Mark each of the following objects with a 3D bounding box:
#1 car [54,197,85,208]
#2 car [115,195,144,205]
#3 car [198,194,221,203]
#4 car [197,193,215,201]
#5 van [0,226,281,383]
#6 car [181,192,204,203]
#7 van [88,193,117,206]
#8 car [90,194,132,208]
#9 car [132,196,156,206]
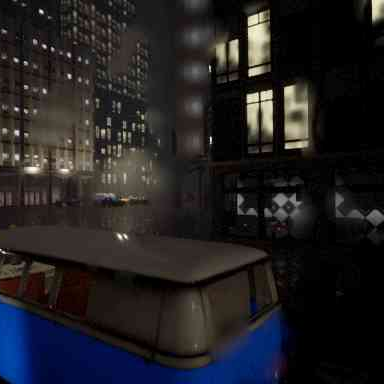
[{"bbox_3d":[-16.868,1.403,45.949,1.947,1.339,4.313,0,0,36],"label":"car"},{"bbox_3d":[-10.306,1.278,54.914,1.752,1.417,4.829,0,0,36],"label":"car"},{"bbox_3d":[3.238,1.101,59.230,2.008,1.369,4.403,0,0,36],"label":"car"},{"bbox_3d":[3.121,1.016,73.256,1.967,1.590,4.097,0,0,36],"label":"car"},{"bbox_3d":[-1.051,1.342,3.640,3.998,1.788,1.690,0,-1,36],"label":"van"},{"bbox_3d":[-0.094,0.909,54.680,2.192,1.841,5.009,0,0,36],"label":"car"},{"bbox_3d":[-13.539,1.136,50.500,1.690,1.788,3.998,0,0,36],"label":"van"},{"bbox_3d":[-10.083,1.267,41.033,1.887,1.381,4.507,0,0,36],"label":"car"},{"bbox_3d":[-6.753,1.230,45.582,2.008,1.369,4.403,0,0,36],"label":"car"}]
